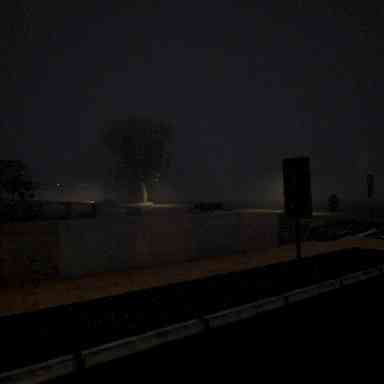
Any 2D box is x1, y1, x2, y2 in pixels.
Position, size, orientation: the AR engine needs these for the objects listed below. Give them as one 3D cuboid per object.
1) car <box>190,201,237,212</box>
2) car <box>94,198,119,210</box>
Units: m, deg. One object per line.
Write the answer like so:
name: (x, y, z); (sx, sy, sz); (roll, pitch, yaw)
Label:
car: (1.801, 1.593, 28.108); (1.837, 1.490, 4.892); (-5, 3, -39)
car: (-11.565, 1.592, 44.815); (1.837, 1.490, 4.892); (-5, 3, -39)
